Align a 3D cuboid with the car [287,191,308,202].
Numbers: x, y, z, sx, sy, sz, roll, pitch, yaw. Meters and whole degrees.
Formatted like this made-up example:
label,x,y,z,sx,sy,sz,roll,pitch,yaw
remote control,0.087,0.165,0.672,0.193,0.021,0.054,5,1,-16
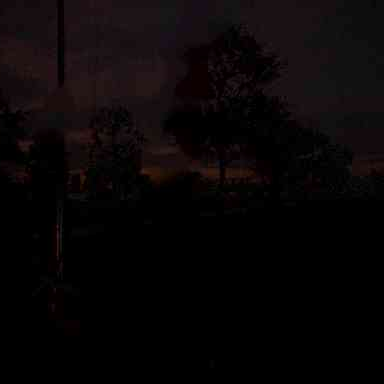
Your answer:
label,x,y,z,sx,sy,sz,roll,pitch,yaw
car,15.561,0.660,48.981,1.882,1.535,5.008,0,1,37
